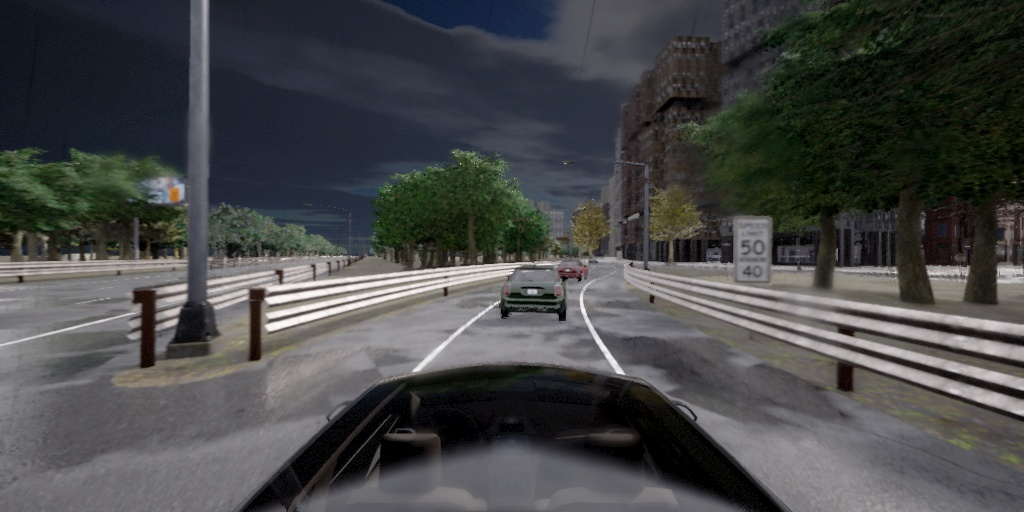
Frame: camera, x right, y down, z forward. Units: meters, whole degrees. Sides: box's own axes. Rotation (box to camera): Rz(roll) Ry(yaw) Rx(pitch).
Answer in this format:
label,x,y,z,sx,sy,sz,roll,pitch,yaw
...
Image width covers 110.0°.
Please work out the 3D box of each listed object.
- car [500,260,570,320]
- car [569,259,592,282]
label,x,y,z,sx,sy,sz,roll,pitch,yaw
car,0.927,1.104,12.969,2.097,1.767,4.553,1,0,8
car,4.988,1.111,29.467,2.097,1.767,4.553,1,0,20
